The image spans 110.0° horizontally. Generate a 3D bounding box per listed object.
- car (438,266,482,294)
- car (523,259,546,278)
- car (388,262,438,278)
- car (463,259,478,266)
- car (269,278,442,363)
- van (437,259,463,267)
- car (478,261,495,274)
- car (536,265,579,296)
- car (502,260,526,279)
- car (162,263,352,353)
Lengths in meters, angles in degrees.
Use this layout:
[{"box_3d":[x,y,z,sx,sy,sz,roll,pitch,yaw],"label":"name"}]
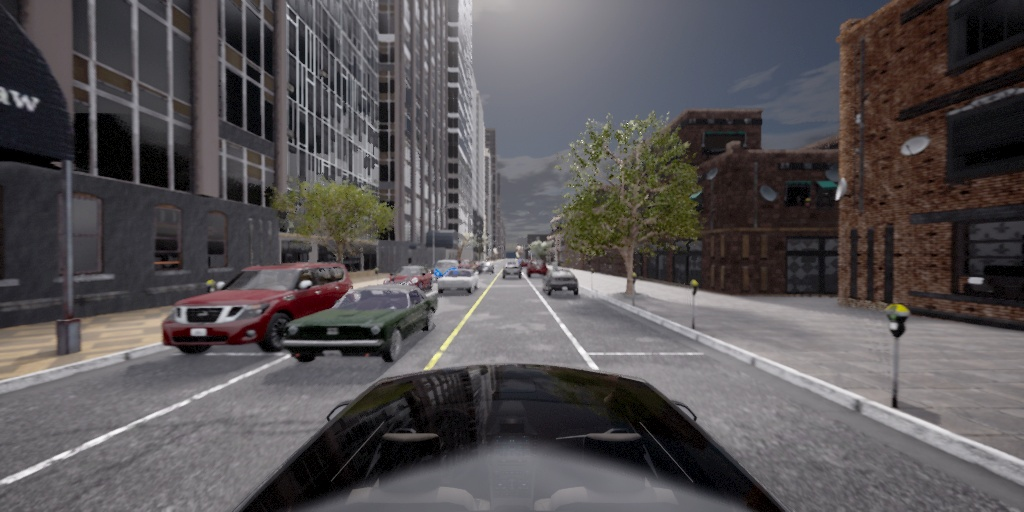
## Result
[{"box_3d":[-3.119,1.462,21.380,1.895,1.301,4.718,0,0,0],"label":"car"},{"box_3d":[2.604,1.266,37.571,2.192,1.841,5.009,0,0,0],"label":"car"},{"box_3d":[-5.746,1.295,20.228,1.967,1.591,4.097,0,0,0],"label":"car"},{"box_3d":[-5.791,1.297,43.094,2.192,1.841,5.009,0,0,0],"label":"car"},{"box_3d":[-3.111,1.389,8.408,1.895,1.301,4.718,0,0,0],"label":"car"},{"box_3d":[-5.764,1.262,32.025,1.690,1.789,3.998,0,0,0],"label":"van"},{"box_3d":[-3.201,1.484,44.931,2.128,1.511,4.902,0,0,0],"label":"car"},{"box_3d":[2.658,1.405,20.232,2.007,1.370,4.403,0,0,0],"label":"car"},{"box_3d":[0.011,1.434,35.964,2.128,1.511,4.902,0,0,0],"label":"car"},{"box_3d":[-5.809,1.107,9.158,2.192,1.841,5.009,0,0,0],"label":"car"}]
